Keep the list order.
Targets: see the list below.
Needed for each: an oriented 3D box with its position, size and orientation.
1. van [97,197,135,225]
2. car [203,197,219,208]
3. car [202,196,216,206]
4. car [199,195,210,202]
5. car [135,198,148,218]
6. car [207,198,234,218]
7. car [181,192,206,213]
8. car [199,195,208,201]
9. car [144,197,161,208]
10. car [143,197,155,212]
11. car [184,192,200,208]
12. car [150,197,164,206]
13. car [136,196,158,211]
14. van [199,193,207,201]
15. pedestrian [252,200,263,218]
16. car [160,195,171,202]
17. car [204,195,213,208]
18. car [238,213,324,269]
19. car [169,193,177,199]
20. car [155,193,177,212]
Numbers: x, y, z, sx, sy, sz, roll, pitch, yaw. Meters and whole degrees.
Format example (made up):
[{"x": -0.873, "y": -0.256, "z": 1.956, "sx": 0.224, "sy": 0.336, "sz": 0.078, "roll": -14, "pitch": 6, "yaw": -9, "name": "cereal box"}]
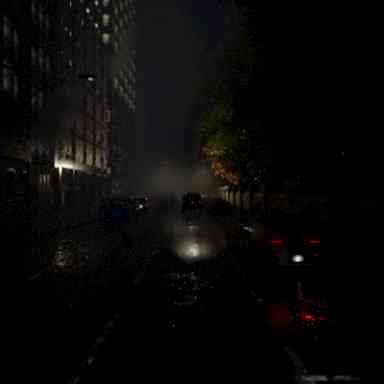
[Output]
[{"x": -5.324, "y": 1.267, "z": 23.249, "sx": 1.690, "sy": 1.788, "sz": 3.998, "roll": 0, "pitch": 0, "yaw": 0, "name": "van"}, {"x": 2.546, "y": 1.419, "z": 45.429, "sx": 1.947, "sy": 1.339, "sz": 4.313, "roll": 0, "pitch": 0, "yaw": 0, "name": "car"}, {"x": 2.544, "y": 1.378, "z": 50.974, "sx": 1.887, "sy": 1.381, "sz": 4.507, "roll": 0, "pitch": 0, "yaw": 0, "name": "car"}, {"x": 2.536, "y": 1.324, "z": 67.609, "sx": 2.008, "sy": 1.369, "sz": 4.403, "roll": 0, "pitch": 0, "yaw": 0, "name": "car"}, {"x": -5.327, "y": 1.459, "z": 28.795, "sx": 2.008, "sy": 1.369, "sz": 4.403, "roll": 0, "pitch": 0, "yaw": 0, "name": "car"}, {"x": 2.553, "y": 1.454, "z": 28.793, "sx": 1.887, "sy": 1.381, "sz": 4.507, "roll": 0, "pitch": 0, "yaw": 0, "name": "car"}, {"x": 0.055, "y": 1.110, "z": 34.775, "sx": 2.150, "sy": 2.045, "sz": 5.566, "roll": 0, "pitch": 0, "yaw": 0, "name": "car"}, {"x": 2.533, "y": 1.297, "z": 73.155, "sx": 1.887, "sy": 1.381, "sz": 4.507, "roll": 0, "pitch": 0, "yaw": 0, "name": "car"}, {"x": -5.335, "y": 1.378, "z": 45.259, "sx": 1.752, "sy": 1.417, "sz": 4.829, "roll": 0, "pitch": 0, "yaw": 0, "name": "car"}, {"x": -5.329, "y": 1.330, "z": 34.339, "sx": 1.967, "sy": 1.590, "sz": 4.097, "roll": 0, "pitch": 0, "yaw": 0, "name": "car"}, {"x": -0.013, "y": 1.074, "z": 46.160, "sx": 2.150, "sy": 2.045, "sz": 5.566, "roll": 0, "pitch": 1, "yaw": 0, "name": "car"}, {"x": -5.337, "y": 1.415, "z": 50.974, "sx": 1.802, "sy": 1.307, "sz": 4.206, "roll": 0, "pitch": 0, "yaw": 0, "name": "car"}, {"x": -5.332, "y": 1.311, "z": 39.884, "sx": 1.967, "sy": 1.590, "sz": 4.097, "roll": 0, "pitch": 0, "yaw": 0, "name": "car"}, {"x": 2.531, "y": 1.073, "z": 78.700, "sx": 1.690, "sy": 1.788, "sz": 3.998, "roll": 0, "pitch": 0, "yaw": 0, "name": "van"}, {"x": 2.744, "y": 1.250, "z": 13.981, "sx": 0.375, "sy": 1.860, "sz": 0.375, "roll": 0, "pitch": 0, "yaw": 0, "name": "pedestrian"}, {"x": -5.345, "y": 1.317, "z": 67.609, "sx": 1.887, "sy": 1.381, "sz": 4.507, "roll": 0, "pitch": 0, "yaw": 0, "name": "car"}, {"x": 2.551, "y": 1.331, "z": 34.338, "sx": 1.967, "sy": 1.590, "sz": 4.097, "roll": 0, "pitch": 0, "yaw": 0, "name": "car"}, {"x": 2.745, "y": 1.471, "z": 11.035, "sx": 1.837, "sy": 1.490, "sz": 4.892, "roll": 0, "pitch": 0, "yaw": 0, "name": "car"}, {"x": -5.357, "y": 1.106, "z": 95.334, "sx": 1.967, "sy": 1.590, "sz": 4.097, "roll": 0, "pitch": 0, "yaw": 0, "name": "car"}, {"x": -2.862, "y": 1.103, "z": 36.833, "sx": 2.150, "sy": 2.045, "sz": 5.566, "roll": 0, "pitch": 0, "yaw": 0, "name": "car"}]
